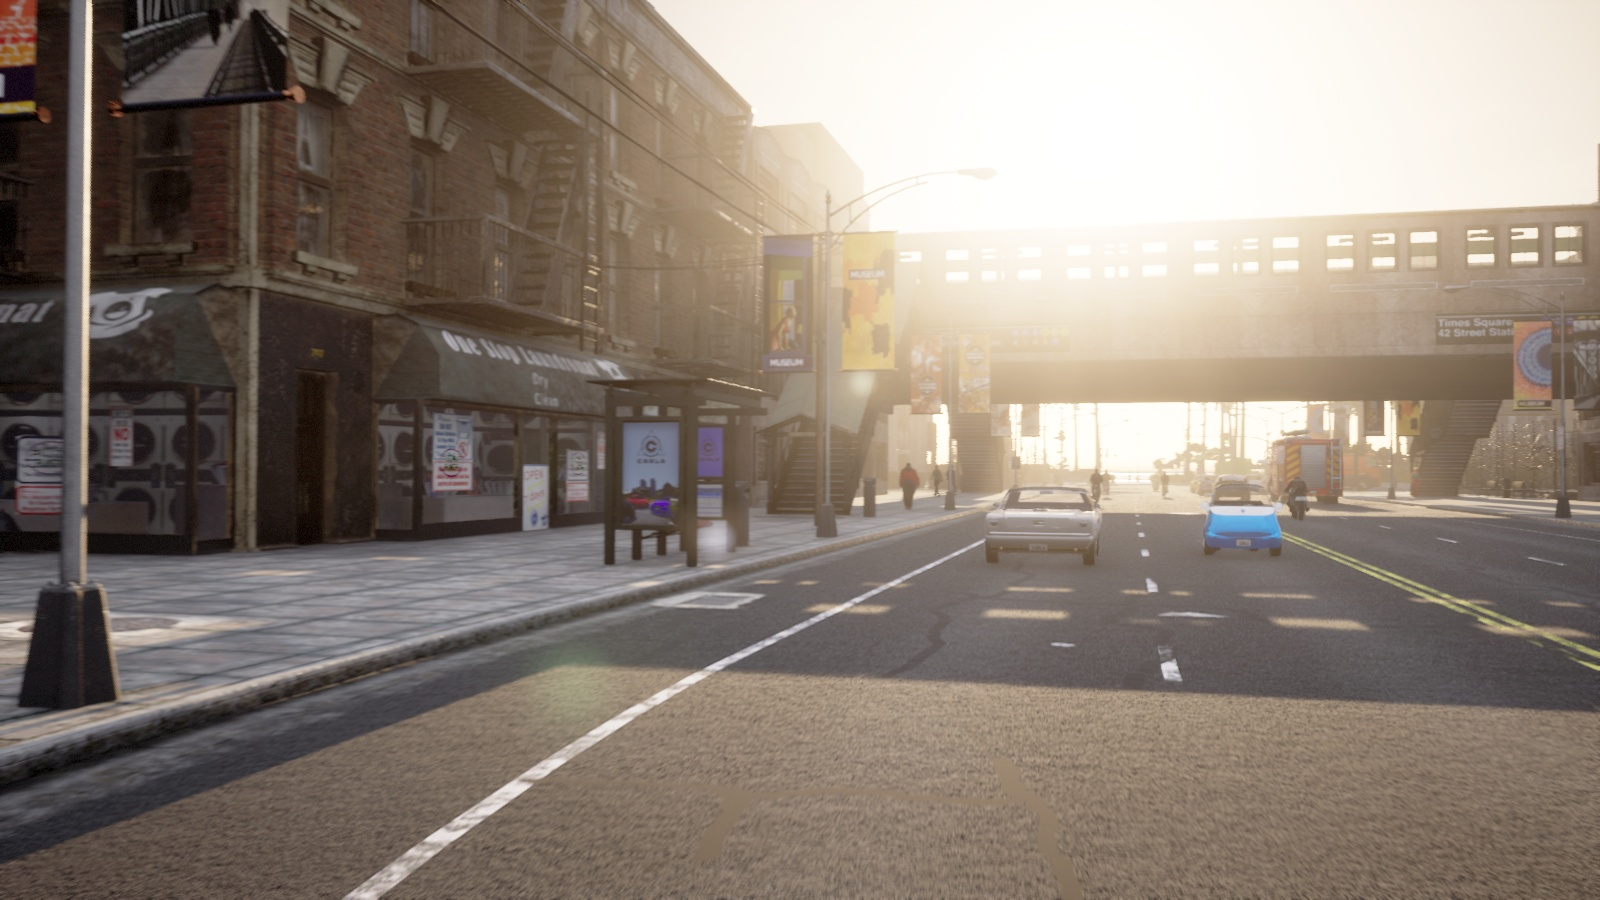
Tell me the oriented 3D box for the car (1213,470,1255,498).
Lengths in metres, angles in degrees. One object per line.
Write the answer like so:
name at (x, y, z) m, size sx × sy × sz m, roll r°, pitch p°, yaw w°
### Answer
car at (24.968, 1.933, 72.349) m, size 1.882 × 1.535 × 5.008 m, roll 0°, pitch -1°, yaw 15°

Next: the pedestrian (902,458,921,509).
pedestrian at (4.044, 1.225, 45.645) m, size 0.634 × 1.844 × 0.899 m, roll 0°, pitch -1°, yaw 8°

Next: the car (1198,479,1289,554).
car at (8.544, 1.253, 24.334) m, size 1.481 × 1.376 × 2.207 m, roll 0°, pitch -1°, yaw 15°

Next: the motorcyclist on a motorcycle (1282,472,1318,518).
motorcyclist on a motorcycle at (17.063, 1.520, 42.918) m, size 0.866 × 1.530 × 2.191 m, roll 0°, pitch -1°, yaw 15°

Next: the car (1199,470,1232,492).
car at (29.197, 2.177, 88.347) m, size 1.970 × 1.475 × 3.806 m, roll 0°, pitch -1°, yaw 15°

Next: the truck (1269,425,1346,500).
truck at (27.592, 0.721, 68.630) m, size 2.891 × 3.827 × 8.468 m, roll 0°, pitch -1°, yaw 15°

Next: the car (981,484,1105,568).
car at (4.498, 1.283, 22.716) m, size 1.895 × 1.301 × 4.718 m, roll 0°, pitch -1°, yaw 15°

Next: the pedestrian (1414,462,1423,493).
pedestrian at (36.822, 1.618, 74.750) m, size 0.345 × 1.836 × 0.594 m, roll 0°, pitch -1°, yaw 16°

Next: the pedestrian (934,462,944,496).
pedestrian at (7.629, 1.602, 68.781) m, size 0.331 × 1.846 × 0.634 m, roll -1°, pitch -1°, yaw 30°
